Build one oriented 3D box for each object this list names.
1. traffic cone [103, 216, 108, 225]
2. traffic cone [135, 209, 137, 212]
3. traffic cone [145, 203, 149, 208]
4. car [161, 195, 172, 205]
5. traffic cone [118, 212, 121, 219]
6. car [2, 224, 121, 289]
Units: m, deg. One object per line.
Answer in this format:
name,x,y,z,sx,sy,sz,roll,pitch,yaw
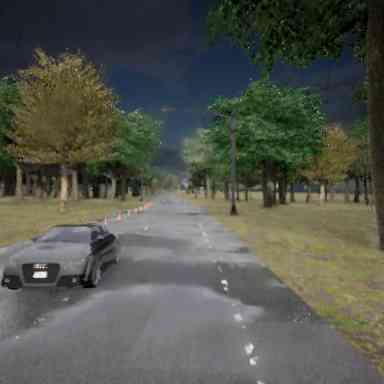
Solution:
traffic cone,-6.059,2.010,23.291,0.340,0.580,0.340,0,0,-1
traffic cone,-6.441,2.046,38.252,0.340,0.580,0.340,0,0,-2
traffic cone,-6.786,2.074,48.225,0.340,0.580,0.340,0,0,-2
car,-4.962,1.524,64.521,2.097,1.767,4.553,0,0,-4
traffic cone,-6.168,2.022,28.279,0.340,0.580,0.340,0,0,-1
car,-3.259,1.585,9.111,1.994,1.385,4.181,0,0,-1
